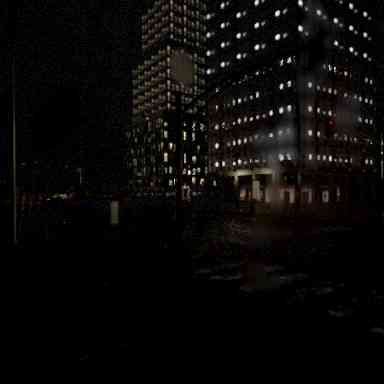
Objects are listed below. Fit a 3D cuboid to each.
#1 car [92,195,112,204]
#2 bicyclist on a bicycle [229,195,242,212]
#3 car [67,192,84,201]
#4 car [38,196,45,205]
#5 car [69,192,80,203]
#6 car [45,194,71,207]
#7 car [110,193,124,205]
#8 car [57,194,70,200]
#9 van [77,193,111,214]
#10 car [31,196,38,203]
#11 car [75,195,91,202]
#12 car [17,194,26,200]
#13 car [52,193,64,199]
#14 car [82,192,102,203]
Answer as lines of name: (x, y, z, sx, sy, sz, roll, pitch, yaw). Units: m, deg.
car: (-15.525, 1.283, 57.107, 1.887, 1.381, 4.507, 0, 0, -34)
bicyclist on a bicycle: (4.319, 1.164, 32.973, 1.656, 1.620, 0.582, -1, 1, -34)
car: (-24.826, 0.974, 70.878, 2.192, 1.841, 5.009, 0, 0, -34)
car: (-22.470, 1.343, 52.416, 2.008, 1.369, 4.403, 0, 0, -34)
car: (-22.024, 1.265, 62.093, 2.033, 1.411, 5.357, 0, 1, -34)
car: (-19.370, 1.385, 47.826, 1.947, 1.339, 4.313, 0, 0, -34)
car: (-12.425, 1.079, 52.515, 2.192, 1.841, 5.009, 0, 0, -34)
car: (-31.026, 1.157, 80.060, 2.008, 1.369, 4.403, 0, 0, -34)
van: (-10.069, 1.237, 34.054, 1.690, 1.788, 3.998, 0, 0, -34)
car: (-28.670, 1.322, 61.598, 1.802, 1.307, 4.206, 0, 0, -34)
car: (-21.726, 1.251, 66.289, 1.947, 1.339, 4.313, 0, 0, -34)
car: (-41.071, 1.216, 79.960, 1.802, 1.307, 4.206, 0, 0, -34)
car: (-34.222, 1.104, 84.791, 1.752, 1.417, 4.829, 0, 0, -34)
car: (-18.626, 1.027, 61.697, 2.192, 1.841, 5.009, 0, 0, -34)
